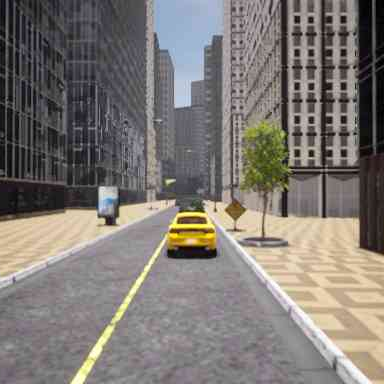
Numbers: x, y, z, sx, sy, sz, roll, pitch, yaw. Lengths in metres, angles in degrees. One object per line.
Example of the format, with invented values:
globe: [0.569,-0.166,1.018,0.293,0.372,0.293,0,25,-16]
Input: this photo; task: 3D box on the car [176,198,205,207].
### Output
car: [-0.008,1.539,29.034,2.150,2.045,5.566,0,-1,0]

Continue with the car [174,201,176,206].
car: [-2.772,2.319,71.781,1.882,1.535,5.008,0,-1,0]

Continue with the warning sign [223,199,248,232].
warning sign: [2.512,1.324,19.267,1.300,1.860,1.060,0,-1,0]

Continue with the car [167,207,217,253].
car: [0.002,1.632,14.481,1.882,1.535,5.008,0,0,0]
